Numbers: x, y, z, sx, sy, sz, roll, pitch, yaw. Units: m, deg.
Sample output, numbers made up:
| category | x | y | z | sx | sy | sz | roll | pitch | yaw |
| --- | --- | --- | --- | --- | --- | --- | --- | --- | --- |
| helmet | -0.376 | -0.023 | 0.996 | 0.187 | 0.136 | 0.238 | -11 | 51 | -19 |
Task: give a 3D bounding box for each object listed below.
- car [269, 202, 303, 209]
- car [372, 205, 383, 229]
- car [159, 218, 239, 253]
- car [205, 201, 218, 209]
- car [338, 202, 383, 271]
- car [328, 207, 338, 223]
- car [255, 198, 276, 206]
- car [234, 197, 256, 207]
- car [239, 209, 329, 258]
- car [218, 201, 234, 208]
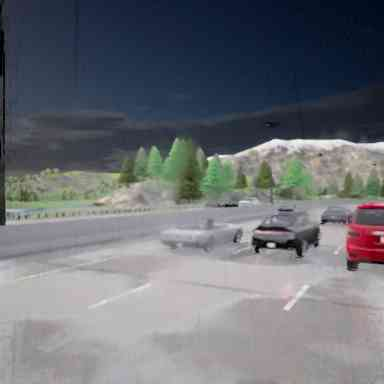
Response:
| category | x | y | z | sx | sy | sz | roll | pitch | yaw |
| --- | --- | --- | --- | --- | --- | --- | --- | --- | --- |
| car | 8.527 | 1.831 | 28.351 | 2.128 | 1.511 | 4.902 | -1 | -1 | 31 |
| car | 14.585 | 1.764 | 24.844 | 1.837 | 1.490 | 4.892 | -1 | -1 | 31 |
| car | 0.650 | 1.800 | 14.877 | 1.895 | 1.301 | 4.718 | -1 | -1 | 31 |
| car | 4.011 | 2.387 | 62.405 | 1.994 | 1.385 | 4.181 | -1 | -1 | 31 |
| car | 6.415 | 1.337 | 10.890 | 2.150 | 2.045 | 5.566 | -1 | -1 | 31 |
| car | 11.637 | 1.865 | 26.730 | 1.994 | 1.385 | 4.181 | -1 | -1 | 31 |
| car | 13.134 | 2.056 | 57.253 | 2.097 | 1.767 | 4.553 | -1 | -1 | 31 |
| car | 10.025 | 1.964 | 58.854 | 2.150 | 2.045 | 5.566 | -1 | -1 | 31 |
| car | 3.984 | 1.656 | 13.634 | 2.128 | 1.511 | 4.902 | -1 | -1 | 31 |
| car | 7.025 | 2.384 | 60.632 | 1.895 | 1.301 | 4.718 | -1 | -1 | 31 |
